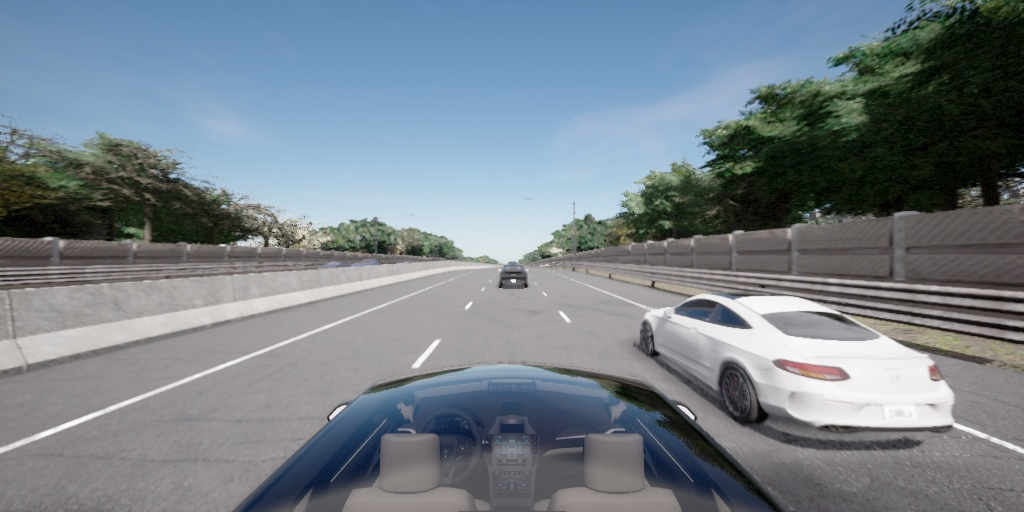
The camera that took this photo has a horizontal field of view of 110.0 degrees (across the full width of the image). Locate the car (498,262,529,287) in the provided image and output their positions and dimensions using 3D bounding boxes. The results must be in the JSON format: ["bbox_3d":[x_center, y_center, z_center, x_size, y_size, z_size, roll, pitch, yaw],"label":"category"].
[{"bbox_3d":[0.088,1.291,24.873,1.837,1.490,4.892,0,0,0],"label":"car"}]

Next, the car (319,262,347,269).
[{"bbox_3d":[-21.081,1.373,43.312,2.033,1.411,5.357,0,0,1],"label":"car"}]

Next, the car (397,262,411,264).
[{"bbox_3d":[-14.081,1.426,47.084,1.994,1.385,4.181,0,-1,0],"label":"car"}]

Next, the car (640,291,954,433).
[{"bbox_3d":[3.598,1.283,5.630,1.812,1.442,4.674,0,0,0],"label":"car"}]

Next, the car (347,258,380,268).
[{"bbox_3d":[-17.586,1.179,43.423,2.097,1.767,4.553,0,0,0],"label":"car"}]
